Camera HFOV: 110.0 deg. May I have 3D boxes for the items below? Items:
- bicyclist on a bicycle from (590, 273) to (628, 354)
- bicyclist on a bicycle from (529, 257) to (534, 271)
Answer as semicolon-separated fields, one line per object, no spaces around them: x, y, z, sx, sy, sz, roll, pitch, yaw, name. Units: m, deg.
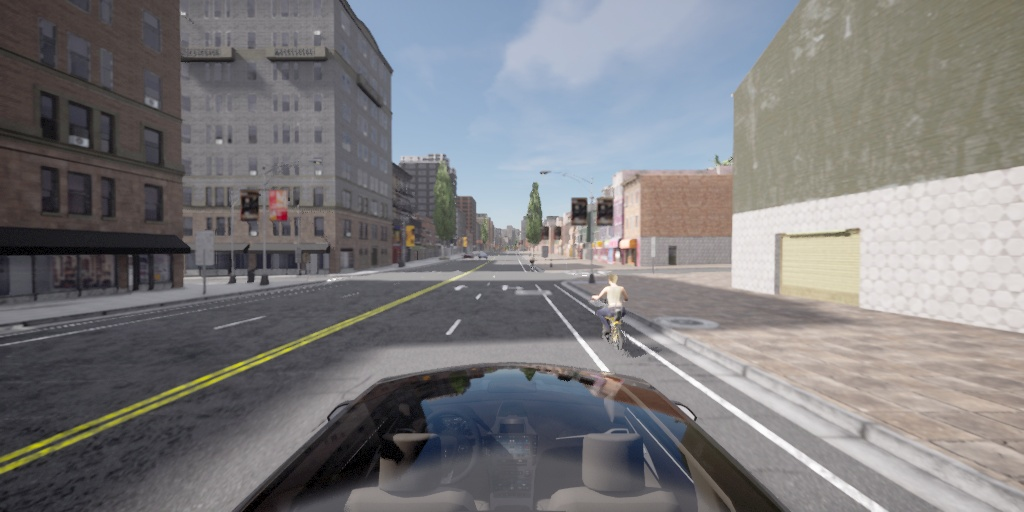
2.164;1.180;7.791;0.866;1.612;1.509;0;0;0;bicyclist on a bicycle
2.252;0.991;40.977;0.659;1.776;1.843;0;1;0;bicyclist on a bicycle
